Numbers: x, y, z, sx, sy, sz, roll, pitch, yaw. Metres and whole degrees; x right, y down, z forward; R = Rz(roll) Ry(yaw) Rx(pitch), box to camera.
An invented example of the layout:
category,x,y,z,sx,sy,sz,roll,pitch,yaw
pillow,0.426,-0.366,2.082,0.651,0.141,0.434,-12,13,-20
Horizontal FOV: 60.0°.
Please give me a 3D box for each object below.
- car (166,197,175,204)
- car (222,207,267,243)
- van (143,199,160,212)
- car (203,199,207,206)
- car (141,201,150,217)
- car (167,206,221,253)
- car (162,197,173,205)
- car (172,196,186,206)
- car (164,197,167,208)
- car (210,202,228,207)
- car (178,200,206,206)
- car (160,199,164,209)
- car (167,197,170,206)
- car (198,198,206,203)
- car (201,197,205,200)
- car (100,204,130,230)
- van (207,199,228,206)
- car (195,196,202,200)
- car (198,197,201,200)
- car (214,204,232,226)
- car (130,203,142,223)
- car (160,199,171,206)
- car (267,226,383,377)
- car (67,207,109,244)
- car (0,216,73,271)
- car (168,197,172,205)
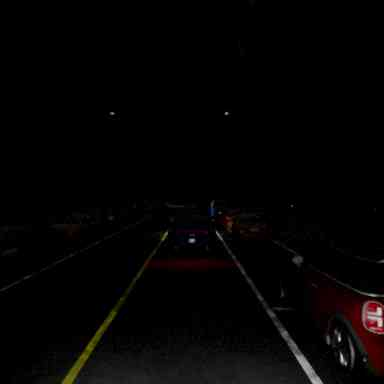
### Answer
category,x,y,z,sx,sy,sz,roll,pitch,yaw
car,-5.736,2.170,89.645,2.192,1.841,5.009,0,-1,0
car,2.770,1.687,16.999,1.752,1.417,4.829,0,-1,0
van,-5.747,1.767,44.834,1.690,1.788,3.998,0,-1,0
car,2.777,1.971,44.839,1.887,1.381,4.507,0,-1,0
car,-5.751,1.864,33.629,1.887,1.381,4.507,0,-1,0
car,0.012,1.616,14.500,1.882,1.535,5.008,0,0,0
car,-5.739,2.061,78.443,2.192,1.841,5.009,0,-1,0
car,-2.982,1.906,71.723,2.150,2.045,5.566,0,-1,0
car,-5.745,1.972,56.035,1.967,1.590,4.097,0,-1,0
car,2.773,1.811,28.033,1.887,1.381,4.507,0,-1,0
car,0.016,1.758,29.488,1.882,1.535,5.008,0,0,0
car,-5.747,2.061,50.432,1.802,1.307,4.206,0,-1,0
car,-5.744,2.152,61.636,1.947,1.339,4.313,0,-1,0
car,2.790,2.462,95.255,2.008,1.369,4.403,0,-1,0
car,2.779,1.920,50.442,1.967,1.590,4.097,0,-1,0
car,-5.753,1.653,22.426,1.967,1.590,4.097,0,-1,0
van,2.775,1.661,33.637,1.690,1.788,3.998,0,-1,0
car,2.409,2.152,83.874,2.097,1.767,4.553,0,-1,0
car,2.783,2.184,67.246,1.887,1.381,4.507,0,-1,0
car,2.772,1.758,22.431,1.887,1.381,4.507,0,-1,0
car,-5.752,1.811,28.026,1.887,1.381,4.507,0,-1,0
car,-5.741,2.258,72.838,1.947,1.339,4.313,0,-1,0
car,2.768,1.495,5.626,1.967,1.590,4.097,0,-1,0
car,-5.755,1.684,16.654,1.752,1.417,4.829,0,-1,0
car,-5.757,1.689,11.221,1.802,1.307,4.206,0,-1,0
car,-5.742,2.079,67.238,1.967,1.590,4.097,0,-1,0
